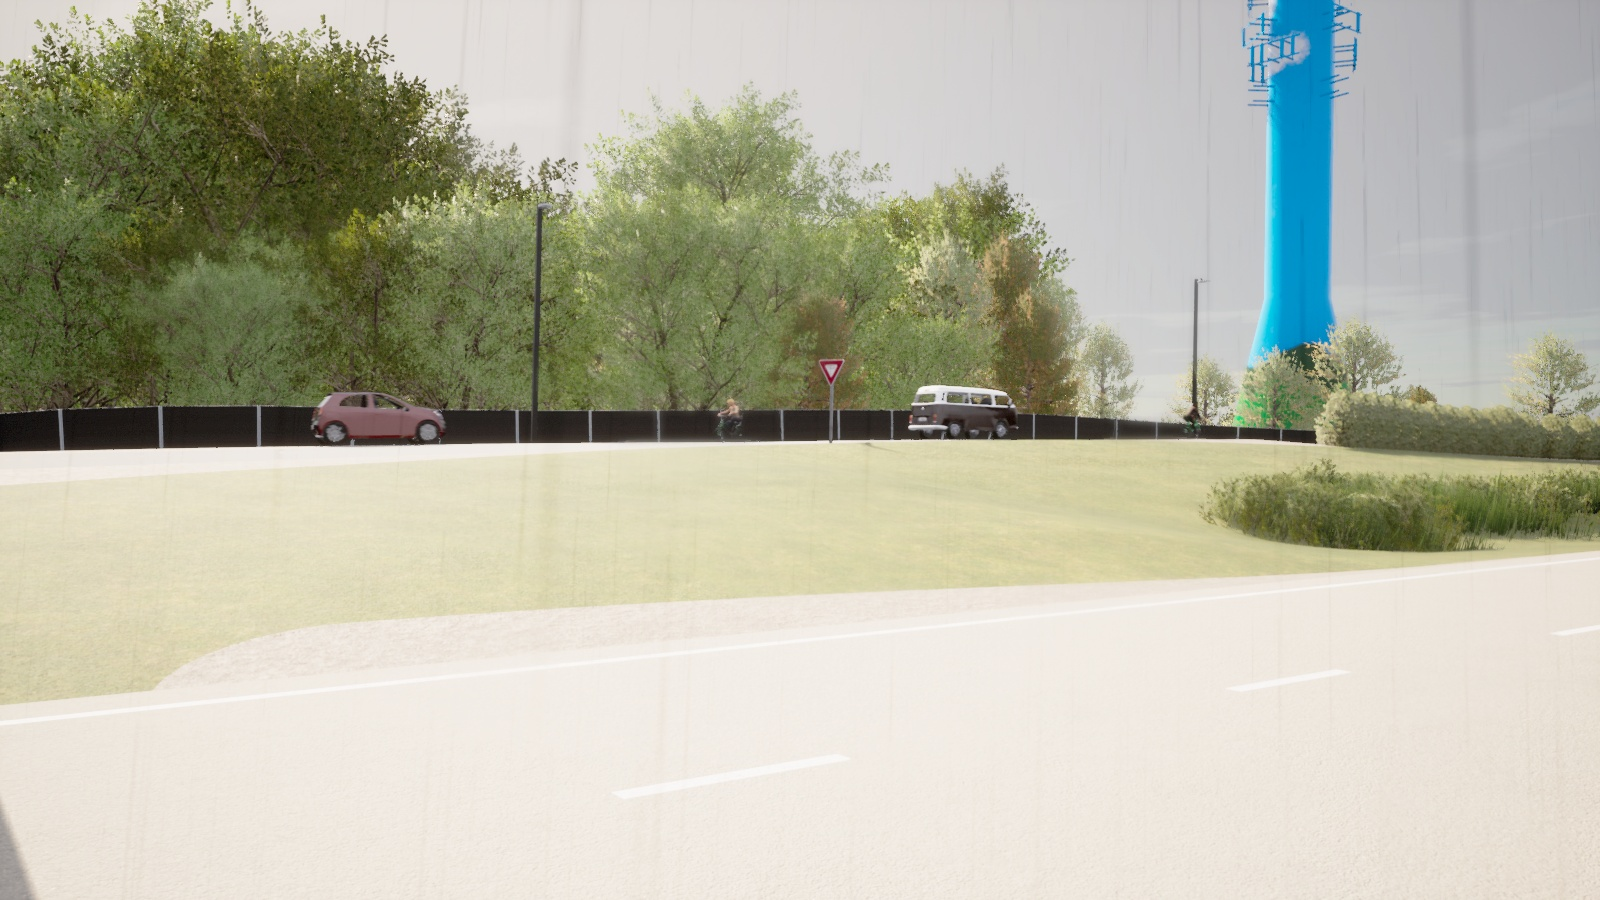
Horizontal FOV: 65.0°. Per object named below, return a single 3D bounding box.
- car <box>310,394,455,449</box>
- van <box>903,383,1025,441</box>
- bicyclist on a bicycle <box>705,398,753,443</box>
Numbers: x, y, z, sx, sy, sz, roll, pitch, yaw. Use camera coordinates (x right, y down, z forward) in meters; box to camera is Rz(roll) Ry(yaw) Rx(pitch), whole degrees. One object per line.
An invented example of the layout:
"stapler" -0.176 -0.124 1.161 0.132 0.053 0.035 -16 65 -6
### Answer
"car" -11.903 -0.812 35.800 3.633 1.501 1.845 -1 1 -28
"van" 6.376 -1.415 48.517 4.480 2.038 2.069 1 -1 -37
"bicyclist on a bicycle" -2.609 -1.071 46.206 1.509 1.612 0.866 -1 0 -37
